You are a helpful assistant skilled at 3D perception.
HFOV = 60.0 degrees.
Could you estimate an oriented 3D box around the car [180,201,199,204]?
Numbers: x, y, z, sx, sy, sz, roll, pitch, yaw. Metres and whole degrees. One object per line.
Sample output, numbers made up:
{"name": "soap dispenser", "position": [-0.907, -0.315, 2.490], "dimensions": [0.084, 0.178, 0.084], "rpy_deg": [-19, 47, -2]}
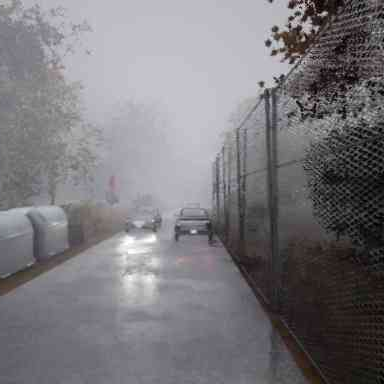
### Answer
{"name": "car", "position": [0.122, 1.892, 36.641], "dimensions": [2.033, 1.411, 5.357], "rpy_deg": [0, -1, 1]}

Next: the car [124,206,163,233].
{"name": "car", "position": [-2.880, 1.602, 20.447], "dimensions": [2.128, 1.511, 4.902], "rpy_deg": [0, -1, 0]}

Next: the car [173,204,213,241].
{"name": "car", "position": [0.069, 1.570, 17.247], "dimensions": [2.128, 1.511, 4.902], "rpy_deg": [0, -1, 0]}
